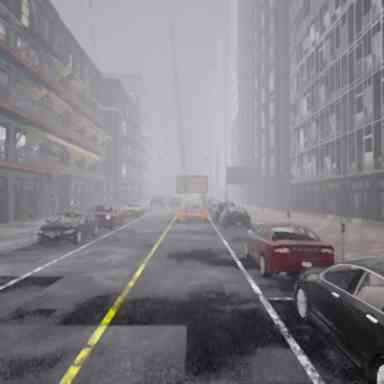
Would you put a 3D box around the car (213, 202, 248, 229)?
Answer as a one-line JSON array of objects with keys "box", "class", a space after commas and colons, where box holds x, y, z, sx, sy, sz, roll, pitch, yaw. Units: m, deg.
[{"box": [2.701, 1.595, 21.368, 2.008, 1.369, 4.403, 1, 0, 0], "class": "car"}]

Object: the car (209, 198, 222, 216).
[{"box": [2.703, 1.496, 27.021, 1.967, 1.590, 4.097, 1, 0, 0], "class": "car"}]

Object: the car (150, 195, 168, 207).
[{"box": [-5.675, 1.418, 55.281, 2.192, 1.841, 5.009, 1, 0, 0], "class": "car"}]

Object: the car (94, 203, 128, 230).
[{"box": [-5.677, 1.485, 21.370, 1.967, 1.590, 4.097, 1, 0, 0], "class": "car"}]

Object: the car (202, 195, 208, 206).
[{"box": [2.702, 1.527, 43.974, 1.967, 1.590, 4.097, 1, 0, 0], "class": "car"}]

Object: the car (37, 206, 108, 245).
[{"box": [-5.680, 1.584, 15.718, 2.008, 1.369, 4.403, 1, 0, 0], "class": "car"}]

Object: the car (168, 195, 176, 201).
[{"box": [-5.679, 1.681, 94.669, 1.752, 1.417, 4.829, 1, 0, 0], "class": "car"}]

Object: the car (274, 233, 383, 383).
[{"box": [2.701, 1.560, 4.414, 2.008, 1.369, 4.403, 1, 0, 0], "class": "car"}]

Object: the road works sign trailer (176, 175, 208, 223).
[{"box": [0.000, 0.516, 25.134, 2.380, 3.560, 2.880, 0, 0, 0], "class": "road works sign trailer"}]

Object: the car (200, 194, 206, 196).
[{"box": [2.701, 1.637, 61.100, 1.752, 1.417, 4.829, 1, 0, 0], "class": "car"}]

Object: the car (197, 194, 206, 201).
[{"box": [2.705, 1.470, 94.839, 2.192, 1.841, 5.009, 1, 0, 0], "class": "car"}]

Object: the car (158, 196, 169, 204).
[{"box": [-5.677, 1.560, 66.582, 1.967, 1.590, 4.097, 1, 0, 0], "class": "car"}]

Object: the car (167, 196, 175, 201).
[{"box": [-5.679, 1.694, 89.189, 1.887, 1.381, 4.507, 1, 0, 0], "class": "car"}]

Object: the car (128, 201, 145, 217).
[{"box": [-5.679, 1.592, 32.504, 1.752, 1.417, 4.829, 1, 0, 0], "class": "car"}]

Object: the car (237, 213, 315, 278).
[{"box": [2.701, 1.566, 10.066, 1.887, 1.381, 4.507, 1, 0, 0], "class": "car"}]

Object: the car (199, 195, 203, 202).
[{"box": [2.701, 1.669, 55.279, 1.947, 1.339, 4.313, 1, 0, 0], "class": "car"}]

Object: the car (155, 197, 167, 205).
[{"box": [-5.679, 1.637, 60.761, 1.752, 1.417, 4.829, 1, 0, 0], "class": "car"}]

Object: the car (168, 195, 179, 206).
[{"box": [-3.062, 1.583, 57.104, 1.882, 1.535, 5.008, 0, 0, 0], "class": "car"}]

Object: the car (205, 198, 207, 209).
[{"box": [2.700, 1.659, 38.323, 1.802, 1.307, 4.206, 1, 0, 0], "class": "car"}]

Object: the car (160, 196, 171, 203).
[{"box": [-5.679, 1.672, 72.235, 1.887, 1.381, 4.507, 1, 0, 0], "class": "car"}]

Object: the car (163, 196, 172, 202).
[{"box": [-5.679, 1.701, 77.886, 1.947, 1.339, 4.313, 1, 0, 0], "class": "car"}]

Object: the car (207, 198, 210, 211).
[{"box": [2.701, 1.593, 32.842, 1.752, 1.417, 4.829, 1, 0, 0], "class": "car"}]

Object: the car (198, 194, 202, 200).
[{"box": [2.705, 1.457, 83.536, 2.192, 1.841, 5.009, 1, 0, 0], "class": "car"}]
